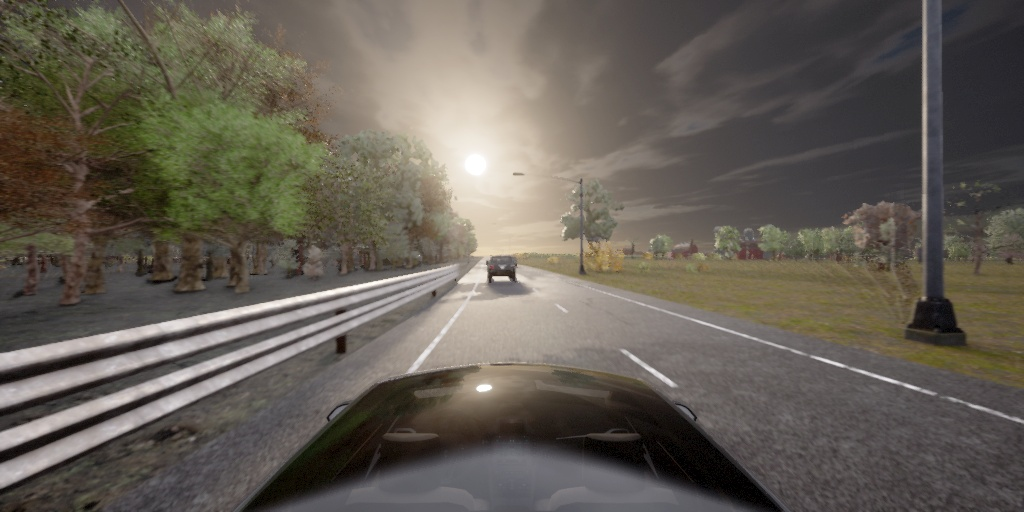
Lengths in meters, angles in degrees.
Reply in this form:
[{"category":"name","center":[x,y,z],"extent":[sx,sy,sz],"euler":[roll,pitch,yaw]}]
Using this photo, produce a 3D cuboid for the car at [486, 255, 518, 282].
[{"category":"car","center":[-0.885,0.969,29.029],"extent":[2.150,2.045,5.566],"euler":[0,0,-4]}]
